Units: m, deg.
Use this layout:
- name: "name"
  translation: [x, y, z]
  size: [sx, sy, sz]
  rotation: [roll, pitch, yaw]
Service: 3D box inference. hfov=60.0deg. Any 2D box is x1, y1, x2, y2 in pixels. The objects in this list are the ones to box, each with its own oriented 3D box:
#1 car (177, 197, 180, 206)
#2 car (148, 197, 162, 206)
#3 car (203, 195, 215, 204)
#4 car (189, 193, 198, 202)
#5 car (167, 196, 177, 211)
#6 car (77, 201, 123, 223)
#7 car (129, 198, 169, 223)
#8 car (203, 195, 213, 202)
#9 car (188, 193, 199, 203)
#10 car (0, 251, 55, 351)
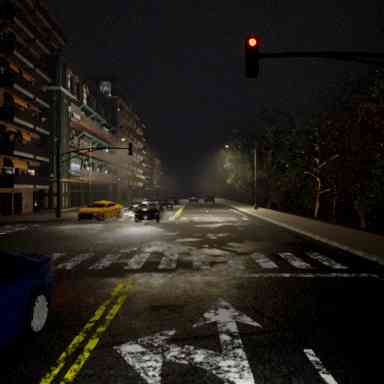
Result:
- name: "car"
  translation: [-3.101, 1.515, 56.223]
  size: [1.837, 1.490, 4.892]
  rotation: [0, 1, 0]
- name: "car"
  translation: [-6.323, 1.615, 57.287]
  size: [1.895, 1.301, 4.718]
  rotation: [0, 0, 1]
- name: "car"
  translation: [3.532, 1.525, 66.065]
  size: [1.837, 1.490, 4.892]
  rotation: [0, 0, 0]
- name: "car"
  translation: [0.327, 1.253, 76.576]
  size: [2.150, 2.045, 5.566]
  rotation: [0, 0, 0]
- name: "car"
  translation: [-3.174, 1.508, 39.919]
  size: [1.837, 1.490, 4.892]
  rotation: [0, 1, 0]
- name: "car"
  translation: [-7.271, 1.514, 26.782]
  size: [1.882, 1.535, 5.008]
  rotation: [0, 1, 13]
- name: "car"
  translation: [-3.245, 1.523, 25.717]
  size: [2.128, 1.511, 4.902]
  rotation: [0, 0, 0]
- name: "car"
  translation: [3.576, 1.498, 76.485]
  size: [2.033, 1.411, 5.357]
  rotation: [0, 0, 0]
- name: "car"
  translation: [0.384, 1.512, 66.486]
  size: [2.128, 1.511, 4.902]
  rotation: [0, 0, 0]
- name: "car"
  translation: [-3.336, 1.477, 3.799]
  size: [1.882, 1.535, 5.008]
  rotation: [0, 0, 0]
